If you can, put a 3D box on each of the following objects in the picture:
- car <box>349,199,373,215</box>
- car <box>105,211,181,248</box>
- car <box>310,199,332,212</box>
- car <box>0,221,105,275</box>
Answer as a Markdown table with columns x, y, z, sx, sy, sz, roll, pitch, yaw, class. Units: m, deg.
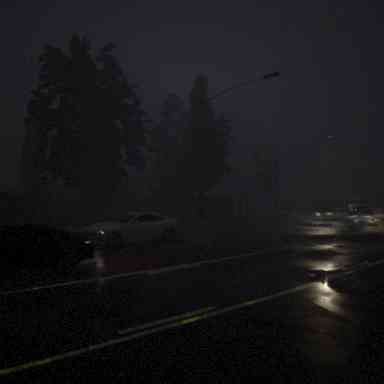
| x | y | z | sx | sy | sz | roll | pitch | yaw | class |
| --- | --- | --- | --- | --- | --- | --- | --- | --- | --- |
| 21.508 | 1.855 | 42.548 | 2.150 | 2.045 | 5.566 | 0 | -1 | 17 | car |
| -2.614 | 1.648 | 15.513 | 4.674 | 1.442 | 1.812 | 1 | -1 | -40 | car |
| 20.072 | 2.046 | 51.982 | 2.150 | 2.045 | 5.566 | 0 | -1 | 8 | car |
| -5.071 | 1.568 | 9.140 | 4.674 | 1.442 | 1.812 | 1 | 0 | -37 | car |
